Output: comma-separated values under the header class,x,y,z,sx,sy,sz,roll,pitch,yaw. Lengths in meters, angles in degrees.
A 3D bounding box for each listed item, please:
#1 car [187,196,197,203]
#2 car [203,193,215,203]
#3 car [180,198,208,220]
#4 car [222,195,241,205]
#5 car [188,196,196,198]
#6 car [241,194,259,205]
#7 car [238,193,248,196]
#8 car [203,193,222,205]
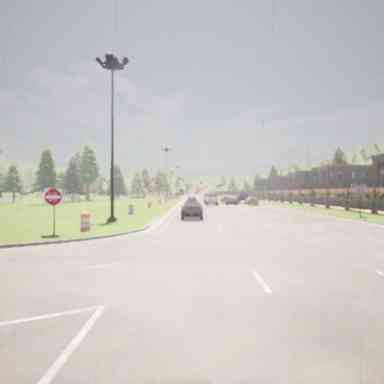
class,x,y,z,sx,sy,sz,roll,pitch,yaw
car,0.005,1.464,69.319,2.033,1.411,5.357,0,0,0
car,3.505,1.149,69.349,2.150,2.045,5.566,0,0,0
car,0.002,1.530,28.286,2.128,1.511,4.902,0,0,0
car,7.004,1.642,59.315,1.994,1.385,4.181,0,0,0
car,0.004,1.569,58.899,2.128,1.511,4.902,0,0,0
car,10.504,1.555,58.898,1.882,1.535,5.008,0,0,0
car,10.505,1.149,69.349,2.150,2.045,5.566,0,0,0
car,3.504,1.299,58.929,2.150,2.045,5.566,0,0,0
